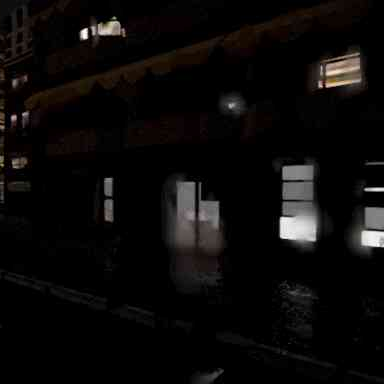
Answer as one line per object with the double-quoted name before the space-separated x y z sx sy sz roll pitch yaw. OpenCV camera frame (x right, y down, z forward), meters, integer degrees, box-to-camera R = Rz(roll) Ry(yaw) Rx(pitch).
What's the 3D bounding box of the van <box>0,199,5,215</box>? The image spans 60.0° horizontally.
"van" -21.331 1.611 35.603 1.690 1.788 3.998 -1 -2 35
